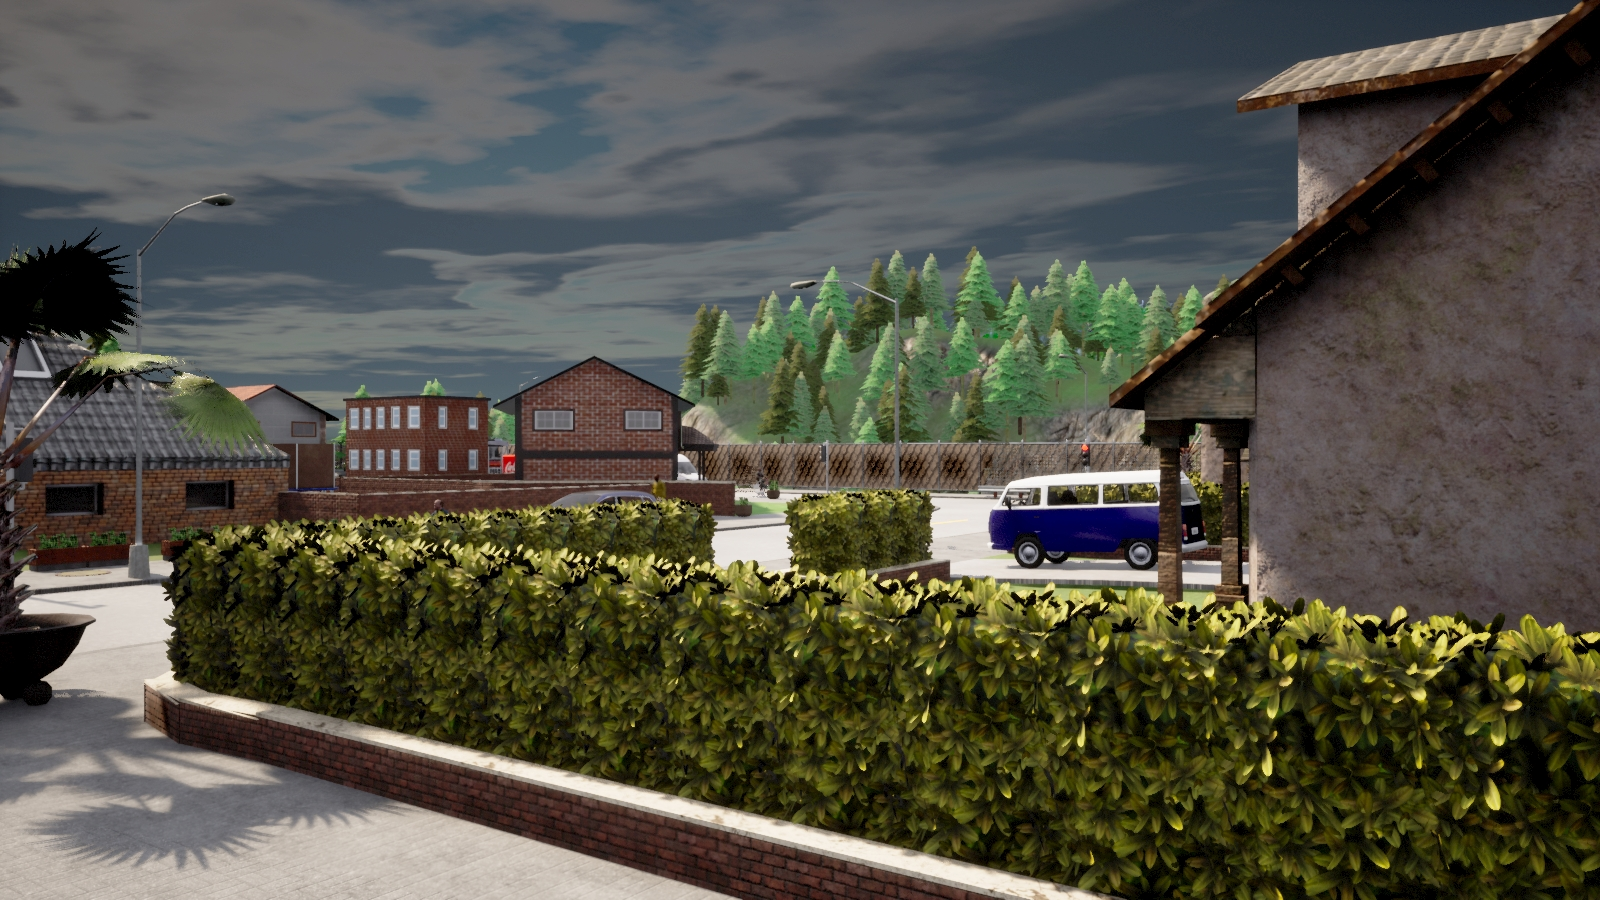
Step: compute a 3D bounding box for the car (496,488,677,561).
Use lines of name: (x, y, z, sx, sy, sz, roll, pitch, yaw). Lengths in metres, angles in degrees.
car: (-5.756, 1.958, 31.296, 2.242, 1.667, 4.611, 0, 0, 35)

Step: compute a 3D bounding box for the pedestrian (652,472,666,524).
pedestrian: (-5.073, 1.732, 41.123, 0.375, 1.860, 0.375, 0, 0, 33)

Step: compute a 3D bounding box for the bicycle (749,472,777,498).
bicycle: (-2.152, 2.045, 66.385, 1.835, 1.471, 0.329, 0, 0, 35)
